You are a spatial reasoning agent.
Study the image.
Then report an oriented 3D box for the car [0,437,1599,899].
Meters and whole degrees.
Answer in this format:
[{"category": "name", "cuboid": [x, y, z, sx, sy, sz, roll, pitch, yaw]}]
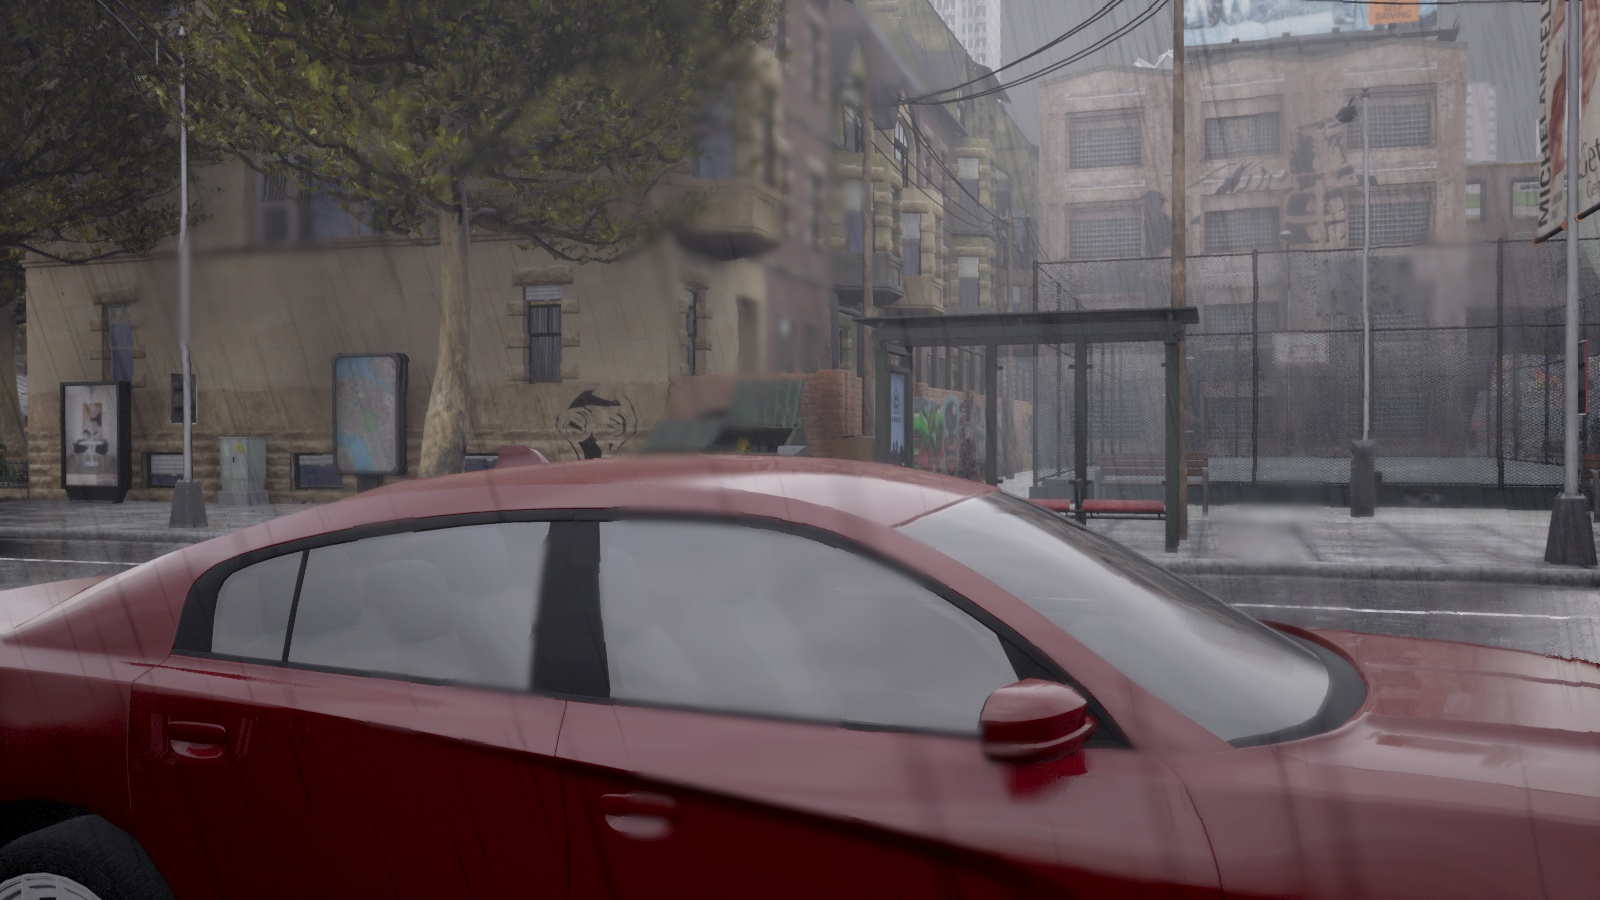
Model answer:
[{"category": "car", "cuboid": [0.026, 0.754, 3.152, 5.008, 1.535, 1.882, 1, 1, 18]}]
